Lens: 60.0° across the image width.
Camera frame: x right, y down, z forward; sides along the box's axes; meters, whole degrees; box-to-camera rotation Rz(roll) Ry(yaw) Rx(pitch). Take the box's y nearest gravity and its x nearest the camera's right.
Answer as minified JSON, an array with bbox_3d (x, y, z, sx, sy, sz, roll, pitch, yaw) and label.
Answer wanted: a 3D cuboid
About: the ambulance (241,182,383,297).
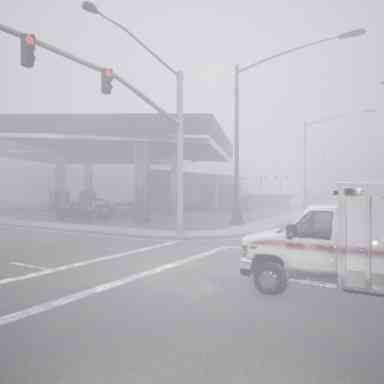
[{"bbox_3d":[4.185,1.030,6.711,6.366,2.431,2.351,0,0,31],"label":"ambulance"}]

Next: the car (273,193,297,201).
[{"bbox_3d":[23.333,1.197,83.353,5.566,2.045,2.150,0,0,31],"label":"car"}]

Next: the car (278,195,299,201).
[{"bbox_3d":[25.144,1.471,86.348,4.892,1.490,1.837,0,0,31],"label":"car"}]

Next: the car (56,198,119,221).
[{"bbox_3d":[-8.220,1.291,25.296,4.611,1.667,2.242,0,0,31],"label":"car"}]

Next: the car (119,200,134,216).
[{"bbox_3d":[-5.960,1.451,30.632,3.806,1.475,1.970,0,0,31],"label":"car"}]
